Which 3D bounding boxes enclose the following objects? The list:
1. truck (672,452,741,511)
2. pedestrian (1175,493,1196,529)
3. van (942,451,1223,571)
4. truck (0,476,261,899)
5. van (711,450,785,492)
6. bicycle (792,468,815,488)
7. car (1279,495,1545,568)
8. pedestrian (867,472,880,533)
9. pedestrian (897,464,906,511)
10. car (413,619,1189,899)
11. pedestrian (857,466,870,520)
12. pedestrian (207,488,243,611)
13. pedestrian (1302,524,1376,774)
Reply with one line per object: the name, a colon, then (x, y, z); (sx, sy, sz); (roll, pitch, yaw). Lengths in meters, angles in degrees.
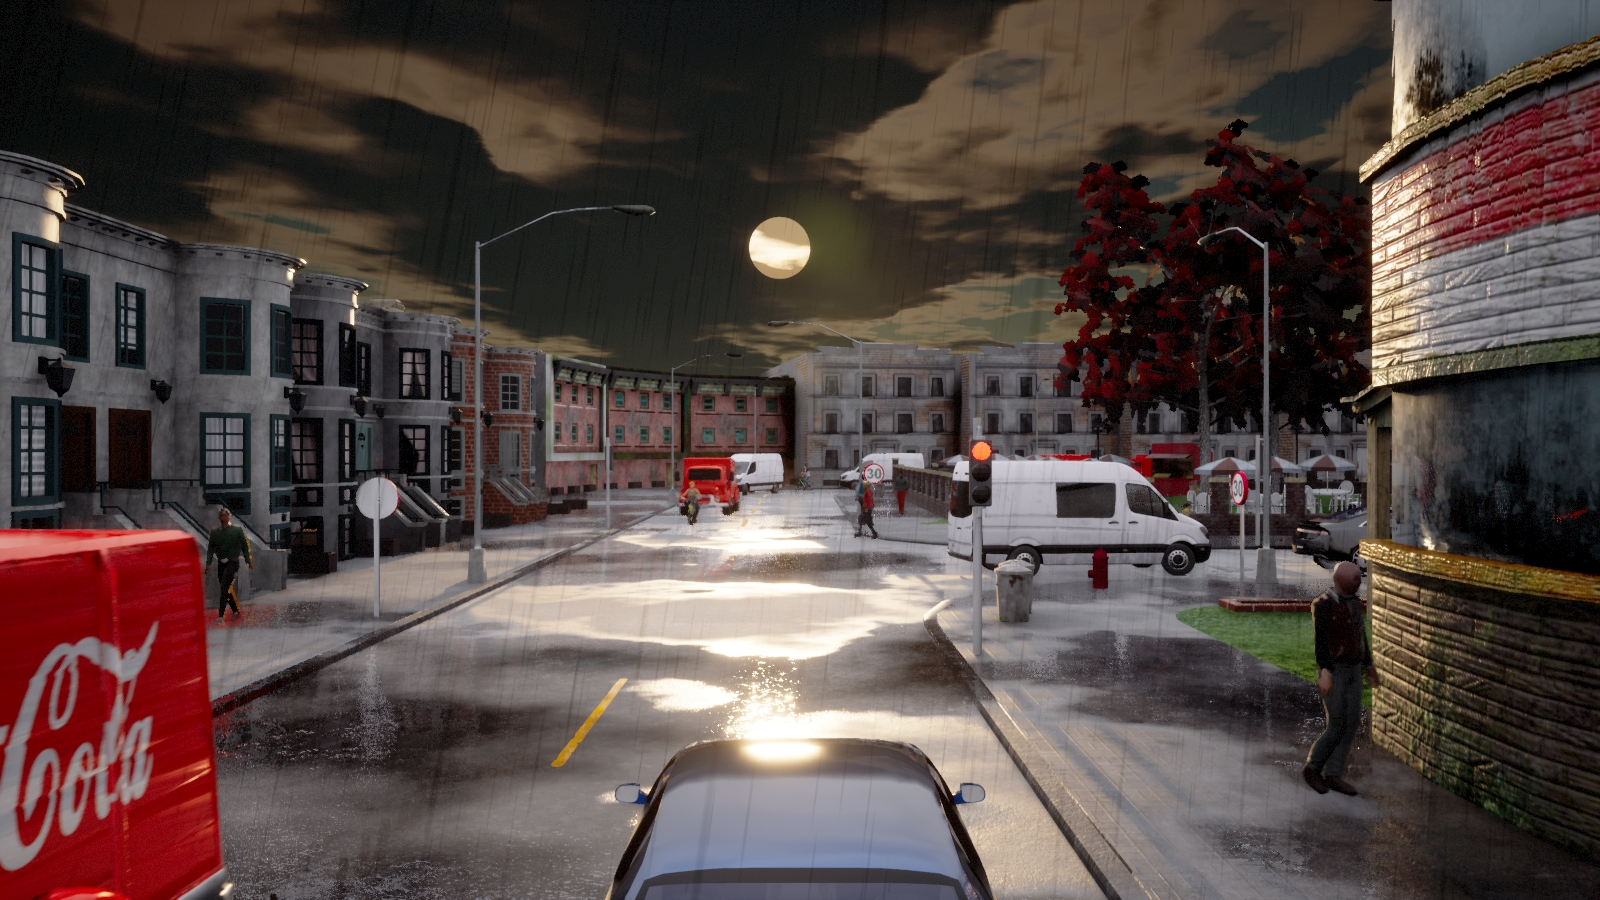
truck: (-4.027, 1.334, 50.190); (2.627, 2.467, 5.204); (0, 0, 0)
pedestrian: (11.902, 1.882, 35.292); (0.500, 1.100, 0.500); (0, 0, -1)
van: (6.389, 1.304, 26.031); (5.915, 2.561, 1.988); (0, 0, -11)
truck: (-4.016, 1.351, 3.130); (2.627, 2.467, 5.204); (0, 0, 0)
van: (-3.214, 1.289, 72.299); (1.988, 2.561, 5.915); (0, 0, 28)
bicycle: (0.259, 1.909, 77.024); (1.643, 1.296, 0.373); (0, 0, -36)
car: (13.778, 1.817, 25.951); (4.902, 1.511, 2.128); (0, 0, -1)
pedestrian: (2.244, 1.615, 35.015); (0.375, 1.860, 0.375); (0, 0, 1)
pedestrian: (4.071, 1.499, 45.821); (0.375, 1.860, 0.375); (0, 0, 8)
car: (-0.001, 1.884, 5.268); (2.033, 1.411, 5.357); (0, 0, 0)
pedestrian: (2.230, 1.502, 40.124); (0.375, 1.860, 0.375); (0, 0, 18)
pedestrian: (-8.827, 1.519, 17.550); (0.375, 1.860, 0.375); (0, 0, -3)
pedestrian: (4.202, 1.522, 8.909); (0.375, 1.860, 0.375); (0, 0, -29)
